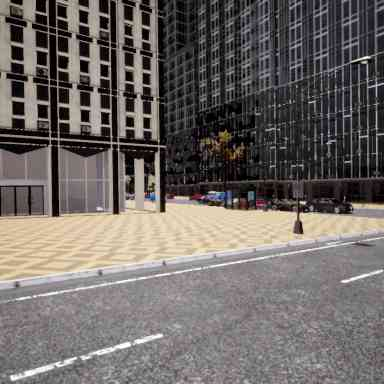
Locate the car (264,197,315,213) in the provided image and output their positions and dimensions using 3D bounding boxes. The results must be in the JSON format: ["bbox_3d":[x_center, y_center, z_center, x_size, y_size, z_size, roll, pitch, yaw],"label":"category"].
[{"bbox_3d":[10.140,1.424,34.880,1.947,1.339,4.313,-1,1,-35],"label":"car"}]

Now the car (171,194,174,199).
[{"bbox_3d":[-5.453,0.935,72.456,1.802,1.307,4.206,0,1,-35],"label":"car"}]

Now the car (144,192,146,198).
[{"bbox_3d":[-8.682,0.614,77.131,2.192,1.841,5.009,0,1,-35],"label":"car"}]

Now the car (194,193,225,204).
[{"bbox_3d":[2.813,1.262,50.289,1.895,1.301,4.718,-1,1,-35],"label":"car"}]

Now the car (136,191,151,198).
[{"bbox_3d":[-11.910,0.685,81.810,1.967,1.590,4.097,0,1,-35],"label":"car"}]

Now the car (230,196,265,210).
[{"bbox_3d":[6.925,1.388,39.569,1.802,1.307,4.206,0,1,-35],"label":"car"}]

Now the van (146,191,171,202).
[{"bbox_3d":[-5.894,0.937,58.339,1.690,1.788,3.998,0,1,-35],"label":"van"}]

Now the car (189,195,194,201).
[{"bbox_3d":[1.003,1.043,63.100,1.802,1.307,4.206,0,1,-35],"label":"car"}]

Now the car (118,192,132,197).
[{"bbox_3d":[-18.366,0.688,91.166,2.008,1.369,4.403,0,1,-35],"label":"car"}]

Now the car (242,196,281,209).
[{"bbox_3d":[8.652,1.259,41.812,1.837,1.490,4.892,-1,1,-34],"label":"car"}]

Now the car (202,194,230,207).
[{"bbox_3d":[3.745,1.319,44.280,1.947,1.339,4.313,0,1,-35],"label":"car"}]

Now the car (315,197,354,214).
[{"bbox_3d":[14.001,1.345,34.059,1.837,1.490,4.892,-1,1,-35],"label":"car"}]

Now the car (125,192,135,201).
[{"bbox_3d":[-12.351,1.039,67.697,2.008,1.369,4.403,0,1,-35],"label":"car"}]
